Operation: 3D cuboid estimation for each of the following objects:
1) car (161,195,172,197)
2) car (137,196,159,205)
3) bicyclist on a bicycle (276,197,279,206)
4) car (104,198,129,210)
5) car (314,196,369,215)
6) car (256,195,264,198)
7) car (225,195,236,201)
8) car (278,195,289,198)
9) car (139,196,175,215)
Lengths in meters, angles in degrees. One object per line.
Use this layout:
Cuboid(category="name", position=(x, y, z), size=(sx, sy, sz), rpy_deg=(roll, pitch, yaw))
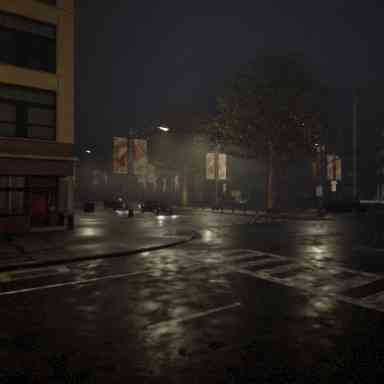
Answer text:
Cuboid(category="car", position=(-5.161, 1.350, 61.890), size=(2.097, 1.767, 4.553), rpy_deg=(0, 0, -36))
Cuboid(category="car", position=(-8.022, 1.503, 59.875), size=(1.837, 1.490, 4.892), rpy_deg=(0, 0, -36))
Cuboid(category="bicyclist on a bicycle", position=(12.657, 1.298, 50.568), size=(1.656, 1.620, 0.582), rpy_deg=(0, 0, -36))
Cuboid(category="car", position=(-9.662, 1.491, 42.307), size=(2.128, 1.511, 4.902), rpy_deg=(0, 0, -36))
Cuboid(category="car", position=(15.301, 1.476, 34.005), size=(5.008, 1.535, 1.882), rpy_deg=(0, 1, 43))
Cuboid(category="car", position=(17.668, 1.459, 83.113), size=(1.895, 1.301, 4.718), rpy_deg=(0, 0, -36))
Cuboid(category="car", position=(8.006, 1.410, 76.680), size=(2.161, 1.482, 4.786), rpy_deg=(0, 0, -36))
Cuboid(category="car", position=(18.470, 1.317, 69.179), size=(2.002, 1.452, 4.674), rpy_deg=(0, 0, -36))
Cuboid(category="car", position=(-3.689, 1.504, 33.934), size=(1.837, 1.490, 4.892), rpy_deg=(0, 0, -36))
